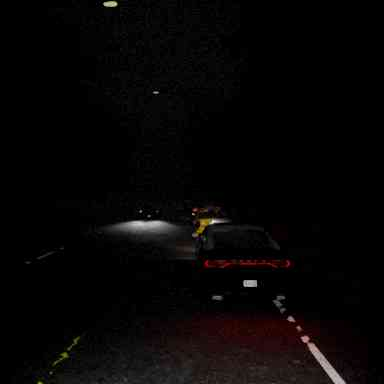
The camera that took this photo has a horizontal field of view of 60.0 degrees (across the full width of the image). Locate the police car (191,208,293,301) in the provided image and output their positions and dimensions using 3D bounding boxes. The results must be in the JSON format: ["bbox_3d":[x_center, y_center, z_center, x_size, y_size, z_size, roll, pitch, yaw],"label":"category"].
[{"bbox_3d":[1.040,1.448,8.565,1.930,1.638,5.238,0,0,0],"label":"police car"}]

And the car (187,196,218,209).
[{"bbox_3d":[0.925,1.314,24.513,2.150,2.045,5.566,-1,0,-1],"label":"car"}]

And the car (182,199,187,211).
[{"bbox_3d":[-0.308,1.776,45.327,2.128,1.511,4.902,0,-1,0],"label":"car"}]

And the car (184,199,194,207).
[{"bbox_3d":[-0.579,1.959,59.412,1.812,1.442,4.674,0,-1,-1],"label":"car"}]

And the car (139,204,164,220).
[{"bbox_3d":[-3.662,1.757,30.388,1.895,1.301,4.718,0,0,-1],"label":"car"}]

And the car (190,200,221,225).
[{"bbox_3d":[0.978,1.515,18.659,1.801,1.575,5.366,-1,0,0],"label":"car"}]
